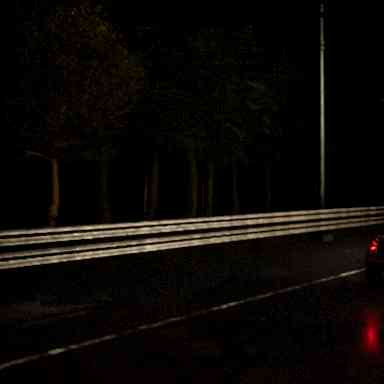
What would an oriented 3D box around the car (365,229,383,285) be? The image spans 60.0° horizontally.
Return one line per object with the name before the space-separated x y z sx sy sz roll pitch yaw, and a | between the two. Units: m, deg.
car | 6.210 1.268 7.949 4.553 1.767 2.097 -1 0 -34
